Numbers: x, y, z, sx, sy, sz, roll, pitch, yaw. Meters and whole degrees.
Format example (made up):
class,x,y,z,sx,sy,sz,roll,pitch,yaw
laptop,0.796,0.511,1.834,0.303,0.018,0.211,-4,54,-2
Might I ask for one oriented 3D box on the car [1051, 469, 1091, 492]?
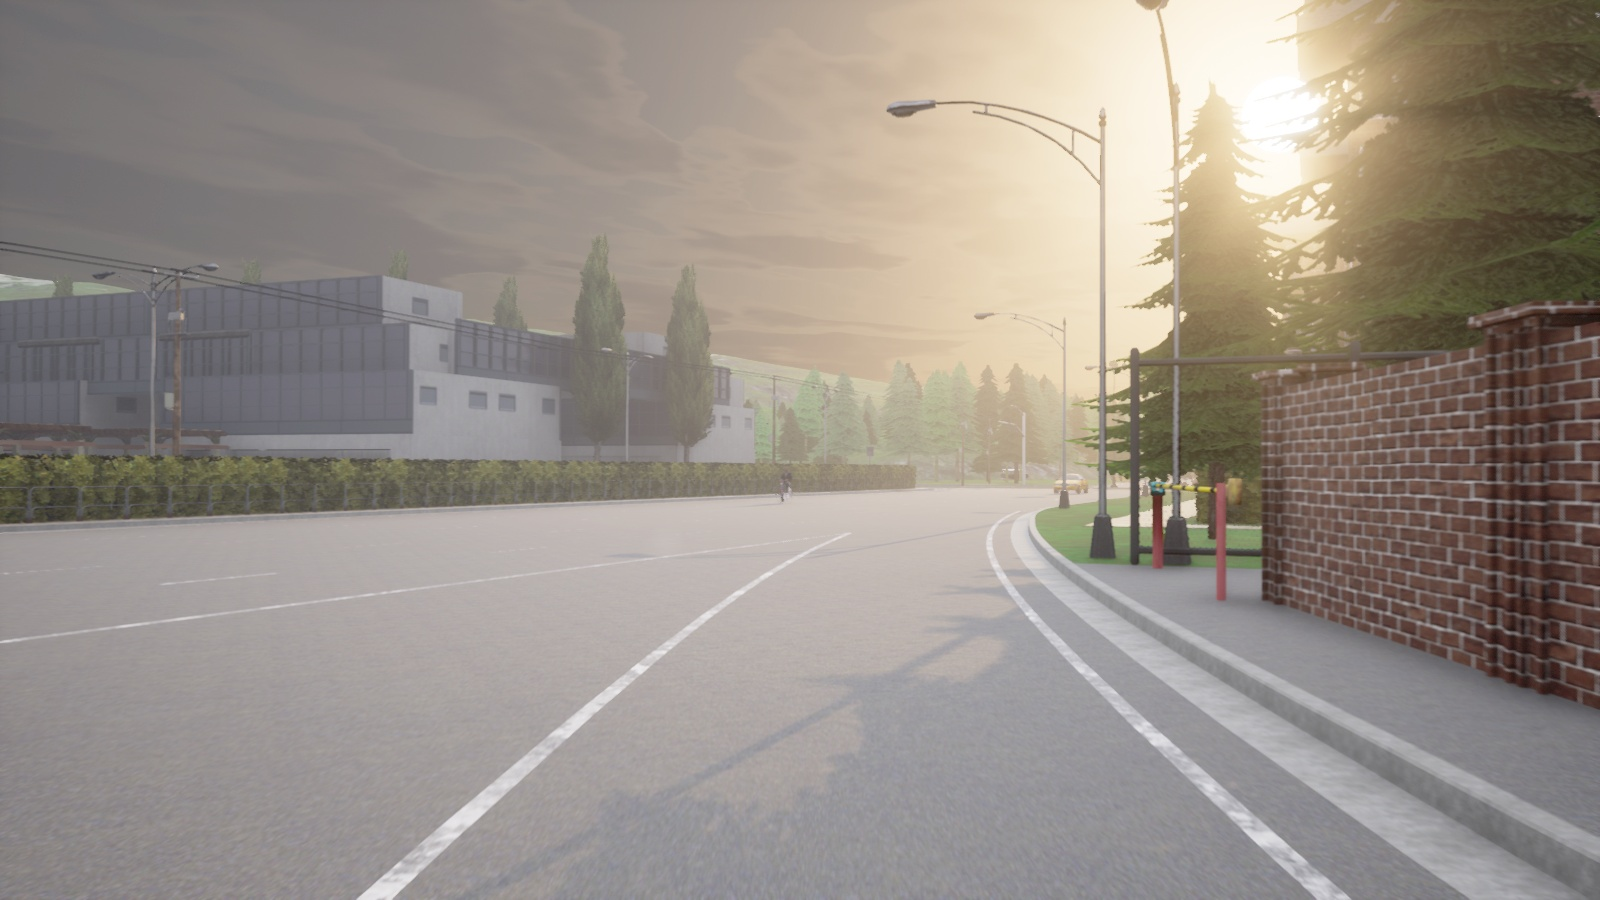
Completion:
class,x,y,z,sx,sy,sz,roll,pitch,yaw
car,19.560,2.191,90.465,1.801,1.575,5.366,-1,-1,23
